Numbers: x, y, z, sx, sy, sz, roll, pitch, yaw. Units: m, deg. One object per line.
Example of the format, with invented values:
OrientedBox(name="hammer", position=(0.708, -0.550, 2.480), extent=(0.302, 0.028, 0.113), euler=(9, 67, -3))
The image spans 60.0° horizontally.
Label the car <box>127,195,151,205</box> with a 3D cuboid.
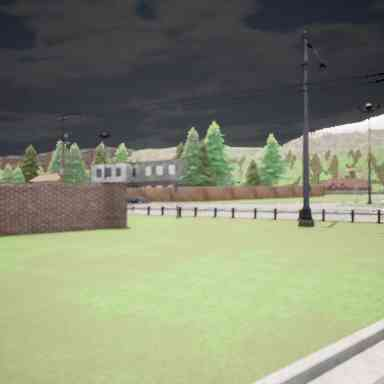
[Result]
OrientedBox(name="car", position=(-8.475, 1.168, 50.047), extent=(4.892, 1.490, 1.837), euler=(-1, 1, 26))
